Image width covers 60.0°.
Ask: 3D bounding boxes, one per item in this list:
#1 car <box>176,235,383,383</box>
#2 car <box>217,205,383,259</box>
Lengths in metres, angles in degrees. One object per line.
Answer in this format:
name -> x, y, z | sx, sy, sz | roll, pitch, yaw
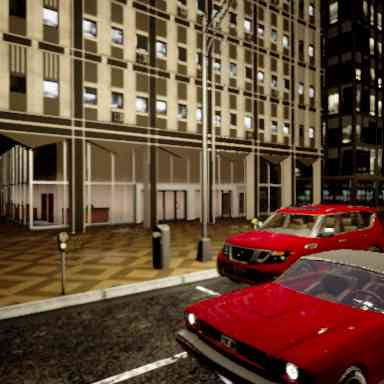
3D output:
car -> 2.154, 1.587, 4.622 | 4.718, 1.301, 1.895 | 0, 0, -36
car -> 2.992, 1.291, 8.434 | 5.009, 1.841, 2.192 | 0, 0, -36
